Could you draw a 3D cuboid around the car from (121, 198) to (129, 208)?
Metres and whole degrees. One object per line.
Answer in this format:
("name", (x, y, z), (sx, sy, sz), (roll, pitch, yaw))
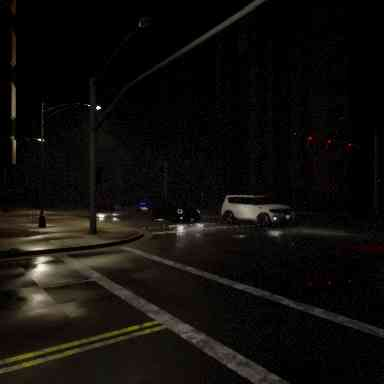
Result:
("car", (-8.527, 1.523, 47.086), (1.812, 1.442, 4.674), (0, 0, -36))

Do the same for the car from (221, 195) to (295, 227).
("car", (4.400, 1.221, 23.149), (2.150, 2.045, 5.566), (0, 0, -36))

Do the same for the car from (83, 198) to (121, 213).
("car", (-10.159, 1.476, 37.178), (1.882, 1.535, 5.008), (0, 0, -36))

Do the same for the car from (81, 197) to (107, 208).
("car", (-14.595, 1.558, 49.333), (2.033, 1.411, 5.357), (0, 0, -36))

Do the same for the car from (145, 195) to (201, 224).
("car", (-1.304, 1.350, 25.024), (2.097, 1.767, 4.553), (0, 0, -36))

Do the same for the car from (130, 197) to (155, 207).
("car", (-7.830, 1.523, 52.079), (1.812, 1.442, 4.674), (0, 0, -37))

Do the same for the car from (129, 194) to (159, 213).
("car", (-4.137, 1.220, 34.848), (2.150, 2.045, 5.566), (0, 0, -36))
